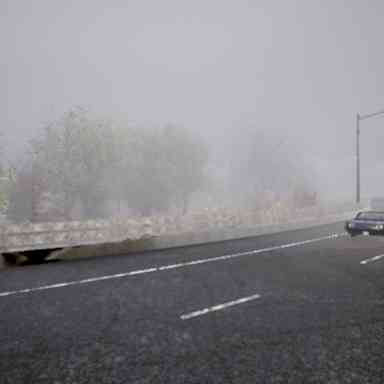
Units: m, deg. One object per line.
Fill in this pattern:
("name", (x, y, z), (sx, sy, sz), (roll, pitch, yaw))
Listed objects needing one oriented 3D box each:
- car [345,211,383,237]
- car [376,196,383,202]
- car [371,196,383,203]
("car", (9.676, 1.631, 17.110), (1.895, 1.301, 4.718), (0, 0, 45))
("car", (46.638, 1.738, 80.657), (1.895, 1.301, 4.718), (0, 0, 4))
("car", (36.877, 1.450, 65.420), (1.882, 1.535, 5.008), (0, 0, 12))
